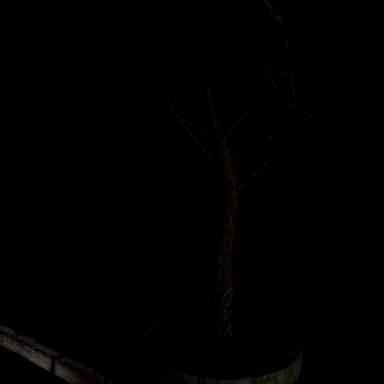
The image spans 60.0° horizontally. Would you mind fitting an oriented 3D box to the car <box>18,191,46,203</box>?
[{"bbox_3d":[-20.051,0.922,40.744,2.150,2.045,5.566,1,0,32],"label":"car"}]
